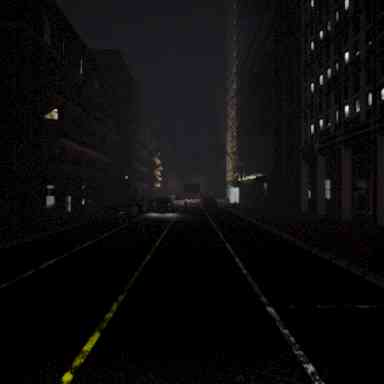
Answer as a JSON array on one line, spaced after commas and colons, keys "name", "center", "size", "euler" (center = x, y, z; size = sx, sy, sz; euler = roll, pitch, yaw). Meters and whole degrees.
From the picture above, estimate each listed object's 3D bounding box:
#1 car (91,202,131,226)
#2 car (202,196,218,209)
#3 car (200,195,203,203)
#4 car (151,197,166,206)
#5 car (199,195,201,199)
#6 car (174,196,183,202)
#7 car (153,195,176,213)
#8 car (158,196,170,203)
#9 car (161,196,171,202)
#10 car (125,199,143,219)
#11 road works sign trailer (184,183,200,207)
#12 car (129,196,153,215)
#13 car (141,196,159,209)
[{"name": "car", "center": [-5.698, 1.574, 23.206], "size": [1.802, 1.307, 4.206], "euler": [0, 0, 0]}, {"name": "car", "center": [2.677, 1.520, 45.973], "size": [1.752, 1.417, 4.829], "euler": [0, 0, 0]}, {"name": "car", "center": [2.676, 1.436, 51.451], "size": [1.967, 1.590, 4.097], "euler": [0, 0, 0]}, {"name": "car", "center": [-5.706, 1.547, 57.098], "size": [2.008, 1.369, 4.403], "euler": [0, 0, 0]}, {"name": "car", "center": [2.674, 1.548, 57.101], "size": [2.008, 1.369, 4.403], "euler": [0, 0, 0]}, {"name": "car", "center": [-3.021, 1.519, 77.710], "size": [1.895, 1.301, 4.718], "euler": [0, 0, 0]}, {"name": "car", "center": [-3.105, 1.346, 36.729], "size": [2.097, 1.767, 4.553], "euler": [0, 0, 0]}, {"name": "car", "center": [-5.710, 1.567, 68.395], "size": [1.947, 1.339, 4.313], "euler": [0, 0, 0]}, {"name": "car", "center": [-5.711, 1.530, 73.874], "size": [1.752, 1.417, 4.829], "euler": [0, 0, 0]}, {"name": "car", "center": [-5.699, 1.574, 28.855], "size": [1.802, 1.307, 4.206], "euler": [0, 0, 0]}, {"name": "road works sign trailer", "center": [-0.014, 0.460, 51.610], "size": [2.380, 3.560, 2.880], "euler": [0, 0, 0]}, {"name": "car", "center": [-5.701, 1.308, 34.504], "size": [2.192, 1.841, 5.009], "euler": [0, 0, 0]}, {"name": "car", "center": [-5.703, 1.435, 45.801], "size": [1.967, 1.590, 4.097], "euler": [0, 0, 0]}]
